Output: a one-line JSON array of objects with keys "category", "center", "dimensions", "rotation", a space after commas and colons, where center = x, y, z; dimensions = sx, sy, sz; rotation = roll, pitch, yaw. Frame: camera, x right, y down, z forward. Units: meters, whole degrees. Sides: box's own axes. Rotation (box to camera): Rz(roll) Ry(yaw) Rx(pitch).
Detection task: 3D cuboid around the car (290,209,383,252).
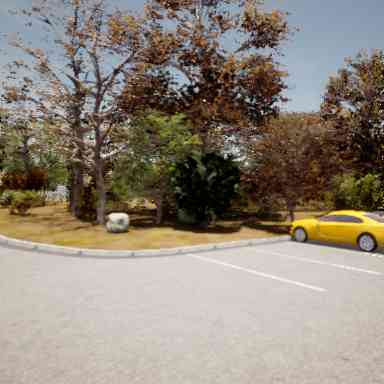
[{"category": "car", "center": [6.689, 1.576, 14.581], "dimensions": [2.097, 1.535, 5.008], "rotation": [1, 0, -36]}]
